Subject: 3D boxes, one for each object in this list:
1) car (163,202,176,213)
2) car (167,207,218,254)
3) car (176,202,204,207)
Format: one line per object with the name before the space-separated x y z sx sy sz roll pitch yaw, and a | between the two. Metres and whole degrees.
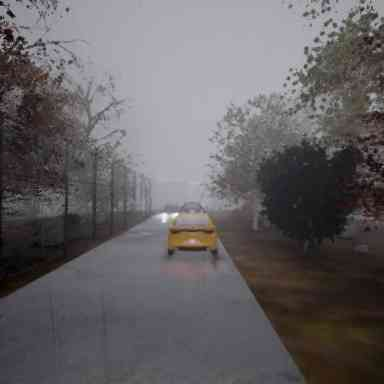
car | -2.754 2.015 43.790 1.895 1.301 4.718 0 -1 0
car | 0.030 1.613 14.246 1.882 1.535 5.008 0 0 0
car | 0.027 1.620 28.411 2.097 1.767 4.553 0 -1 0
